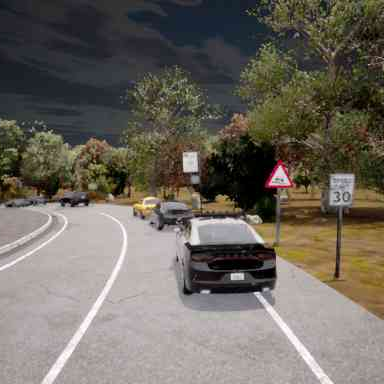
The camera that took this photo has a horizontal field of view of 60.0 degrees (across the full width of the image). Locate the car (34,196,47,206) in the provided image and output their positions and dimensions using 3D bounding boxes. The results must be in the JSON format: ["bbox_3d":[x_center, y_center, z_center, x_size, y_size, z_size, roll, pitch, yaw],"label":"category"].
[{"bbox_3d":[-25.157,1.393,53.045,4.902,1.511,2.128,-2,3,34],"label":"car"}]

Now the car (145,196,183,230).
[{"bbox_3d":[-1.262,1.216,18.863,1.837,1.490,4.892,-2,1,-15],"label":"car"}]

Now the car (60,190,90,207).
[{"bbox_3d":[-15.428,0.863,43.657,2.150,2.045,5.566,-5,3,-41],"label":"car"}]

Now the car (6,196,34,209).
[{"bbox_3d":[-25.483,1.679,48.726,4.181,1.385,1.994,-2,3,40],"label":"car"}]

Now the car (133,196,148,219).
[{"bbox_3d":[-3.227,1.076,25.015,1.801,1.575,5.366,-2,1,-20],"label":"car"}]

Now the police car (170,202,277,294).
[{"bbox_3d":[0.582,1.309,8.694,1.930,1.638,5.238,-1,1,-6],"label":"police car"}]
